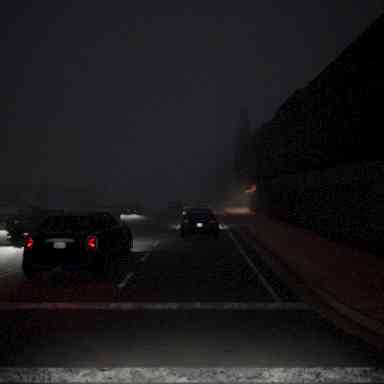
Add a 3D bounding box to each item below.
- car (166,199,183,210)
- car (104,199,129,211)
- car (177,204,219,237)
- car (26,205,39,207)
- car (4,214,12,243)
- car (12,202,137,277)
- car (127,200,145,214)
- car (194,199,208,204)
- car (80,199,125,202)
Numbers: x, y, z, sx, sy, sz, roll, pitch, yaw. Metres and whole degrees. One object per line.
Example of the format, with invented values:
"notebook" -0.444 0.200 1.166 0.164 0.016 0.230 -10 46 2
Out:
"car" -2.227 1.566 43.038 1.994 1.385 4.181 0 0 2
"car" -9.382 1.565 41.518 1.994 1.385 4.181 0 0 2
"car" 0.428 1.565 18.066 1.994 1.385 4.181 0 0 2
"car" -10.142 1.564 21.545 1.994 1.385 4.181 0 0 4
"car" -6.835 1.564 15.816 1.994 1.385 4.181 0 0 2
"car" -3.269 1.352 10.435 2.097 1.767 4.553 0 0 1
"car" -6.176 1.565 34.487 1.994 1.385 4.181 0 0 2
"car" 1.183 1.550 43.040 2.033 1.411 5.357 0 0 2
"car" -6.550 1.527 24.575 1.812 1.442 4.674 0 0 2
